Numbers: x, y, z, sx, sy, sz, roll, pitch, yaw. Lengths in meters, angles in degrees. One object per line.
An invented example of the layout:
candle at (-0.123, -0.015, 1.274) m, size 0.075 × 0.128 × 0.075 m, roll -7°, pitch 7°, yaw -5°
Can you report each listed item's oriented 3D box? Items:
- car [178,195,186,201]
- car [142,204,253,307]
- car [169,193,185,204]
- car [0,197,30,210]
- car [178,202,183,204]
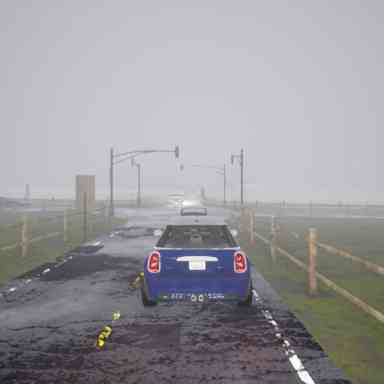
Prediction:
car at (-2.667, 1.543, 87.778) m, size 1.812 × 1.442 × 4.674 m, roll 0°, pitch 0°, yaw 0°
car at (0.096, 1.352, 8.138) m, size 2.097 × 1.767 × 4.553 m, roll 0°, pitch 0°, yaw 0°
car at (-2.833, 1.231, 59.950) m, size 2.150 × 2.045 × 5.566 m, roll 0°, pitch 0°, yaw 0°
car at (-20.078, 1.211, 36.424) m, size 4.181 × 1.385 × 1.994 m, roll 1°, pitch 0°, yaw 0°
car at (0.092, 1.505, 17.304) m, size 1.837 × 1.490 × 4.892 m, roll 0°, pitch 0°, yaw 0°
